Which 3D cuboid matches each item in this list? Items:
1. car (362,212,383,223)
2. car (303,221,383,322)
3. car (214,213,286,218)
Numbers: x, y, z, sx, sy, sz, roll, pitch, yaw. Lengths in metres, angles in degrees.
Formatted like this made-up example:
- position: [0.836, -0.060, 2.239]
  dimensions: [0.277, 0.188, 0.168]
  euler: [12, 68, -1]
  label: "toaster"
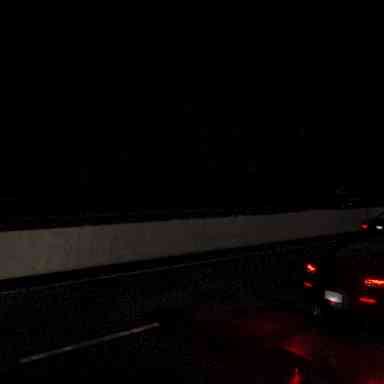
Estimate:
- position: [9.541, 1.476, 14.740]
  dimensions: [5.357, 1.411, 2.033]
  euler: [0, 0, -35]
  label: "car"
- position: [4.144, 1.494, 6.653]
  dimensions: [4.674, 1.442, 1.812]
  euler: [0, 0, -35]
  label: "car"
- position: [3.398, 1.420, 19.216]
  dimensions: [4.902, 1.511, 2.128]
  euler: [0, 0, -35]
  label: "car"
